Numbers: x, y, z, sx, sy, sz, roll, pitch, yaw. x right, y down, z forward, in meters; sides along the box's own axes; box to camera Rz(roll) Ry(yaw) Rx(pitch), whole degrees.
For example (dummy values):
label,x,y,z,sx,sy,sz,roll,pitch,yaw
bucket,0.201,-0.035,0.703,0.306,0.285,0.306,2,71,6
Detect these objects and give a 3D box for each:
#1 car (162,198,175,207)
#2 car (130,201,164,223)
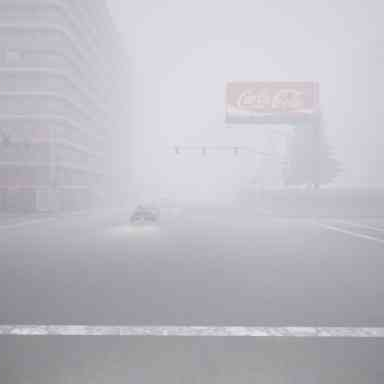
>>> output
label,x,y,z,sx,sy,sz,roll,pitch,yaw
car,-3.548,1.573,50.541,1.895,1.301,4.718,0,0,0
car,-3.525,1.596,25.730,1.895,1.301,4.718,0,0,0
